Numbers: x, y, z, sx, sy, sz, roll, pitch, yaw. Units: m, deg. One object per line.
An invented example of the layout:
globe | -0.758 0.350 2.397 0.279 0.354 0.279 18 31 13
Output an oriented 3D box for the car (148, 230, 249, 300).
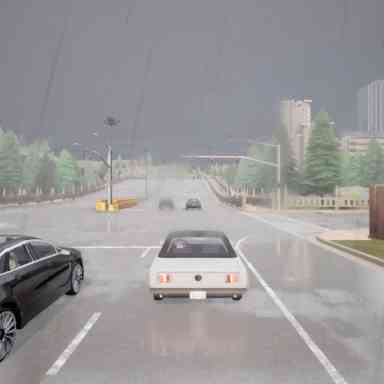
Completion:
car | 0.117 1.601 8.311 1.895 1.301 4.718 0 0 0

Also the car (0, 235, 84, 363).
car | -3.387 1.492 5.777 2.128 1.511 4.902 0 0 0

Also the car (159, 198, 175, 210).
car | -3.304 1.505 43.751 1.837 1.490 4.892 0 0 0

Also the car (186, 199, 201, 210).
car | 0.198 1.564 43.931 1.994 1.385 4.181 0 0 0
